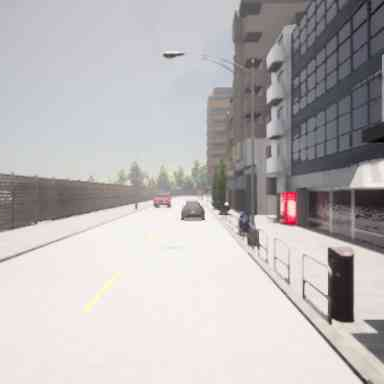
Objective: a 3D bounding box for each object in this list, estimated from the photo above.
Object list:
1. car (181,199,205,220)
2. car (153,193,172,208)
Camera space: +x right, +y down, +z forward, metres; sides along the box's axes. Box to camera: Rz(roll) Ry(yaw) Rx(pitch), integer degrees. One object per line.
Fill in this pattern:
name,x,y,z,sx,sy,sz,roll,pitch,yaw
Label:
car,0.088,1.542,28.082,1.994,1.385,4.181,0,0,0
car,-4.047,1.187,46.355,2.150,2.045,5.566,0,0,0
